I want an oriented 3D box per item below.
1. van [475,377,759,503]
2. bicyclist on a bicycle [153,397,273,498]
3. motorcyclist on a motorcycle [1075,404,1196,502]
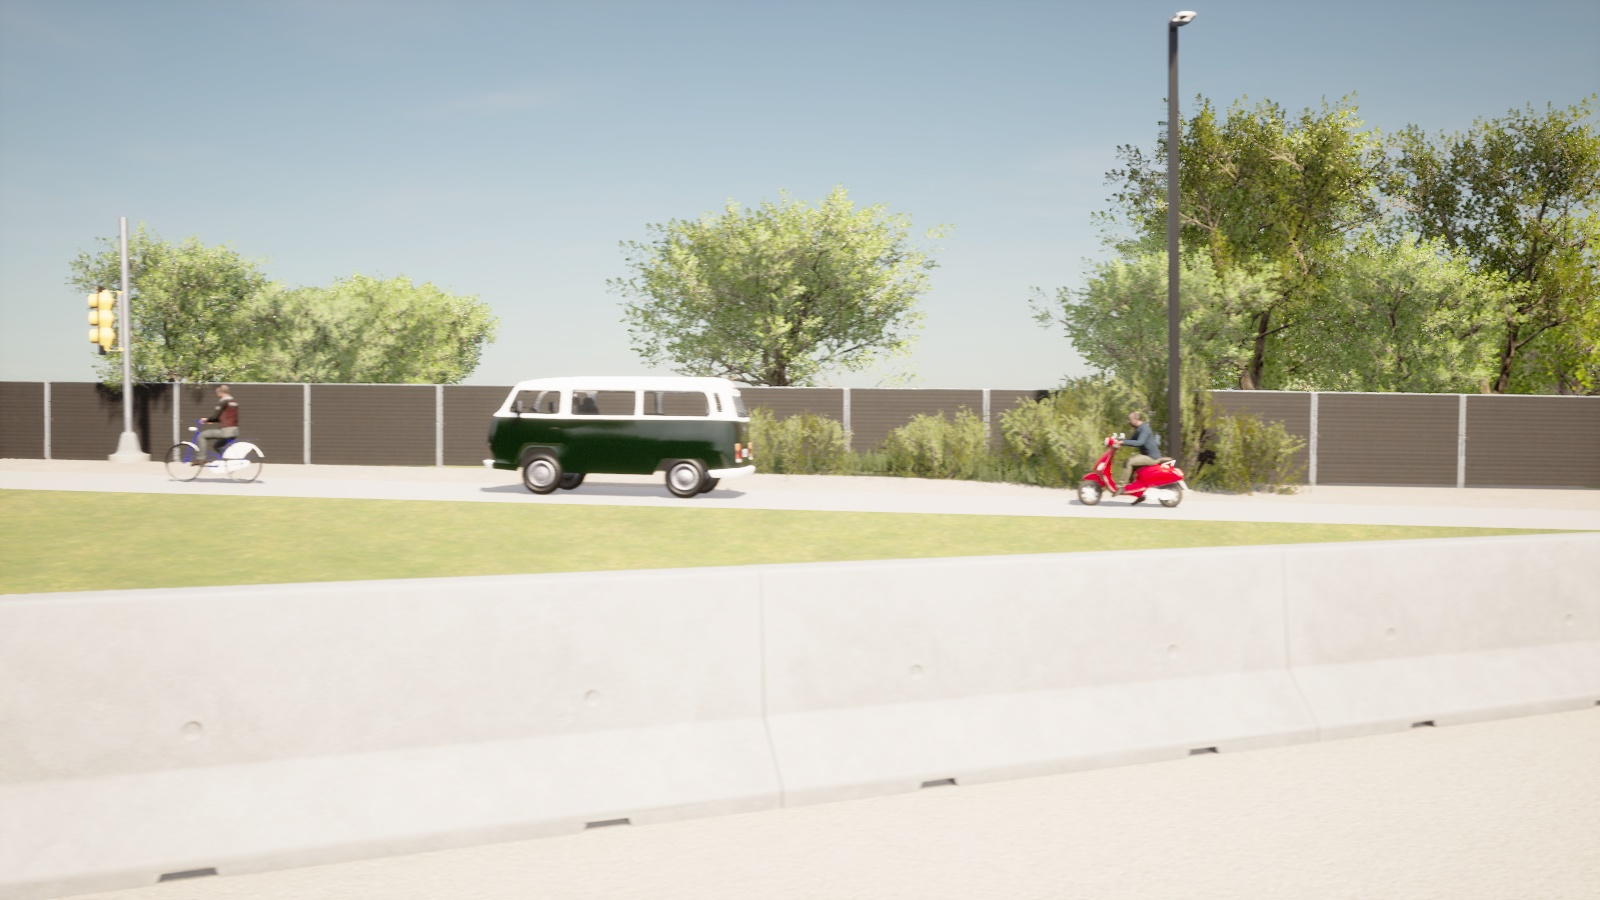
[{"bbox_3d":[-3.079,-0.193,21.730,4.480,2.038,2.069,0,2,6],"label":"van"},{"bbox_3d":[-10.519,-0.049,22.532,1.843,1.776,0.659,0,2,6],"label":"bicyclist on a bicycle"},{"bbox_3d":[5.564,0.037,20.905,1.817,1.590,0.866,0,2,4],"label":"motorcyclist on a motorcycle"}]
